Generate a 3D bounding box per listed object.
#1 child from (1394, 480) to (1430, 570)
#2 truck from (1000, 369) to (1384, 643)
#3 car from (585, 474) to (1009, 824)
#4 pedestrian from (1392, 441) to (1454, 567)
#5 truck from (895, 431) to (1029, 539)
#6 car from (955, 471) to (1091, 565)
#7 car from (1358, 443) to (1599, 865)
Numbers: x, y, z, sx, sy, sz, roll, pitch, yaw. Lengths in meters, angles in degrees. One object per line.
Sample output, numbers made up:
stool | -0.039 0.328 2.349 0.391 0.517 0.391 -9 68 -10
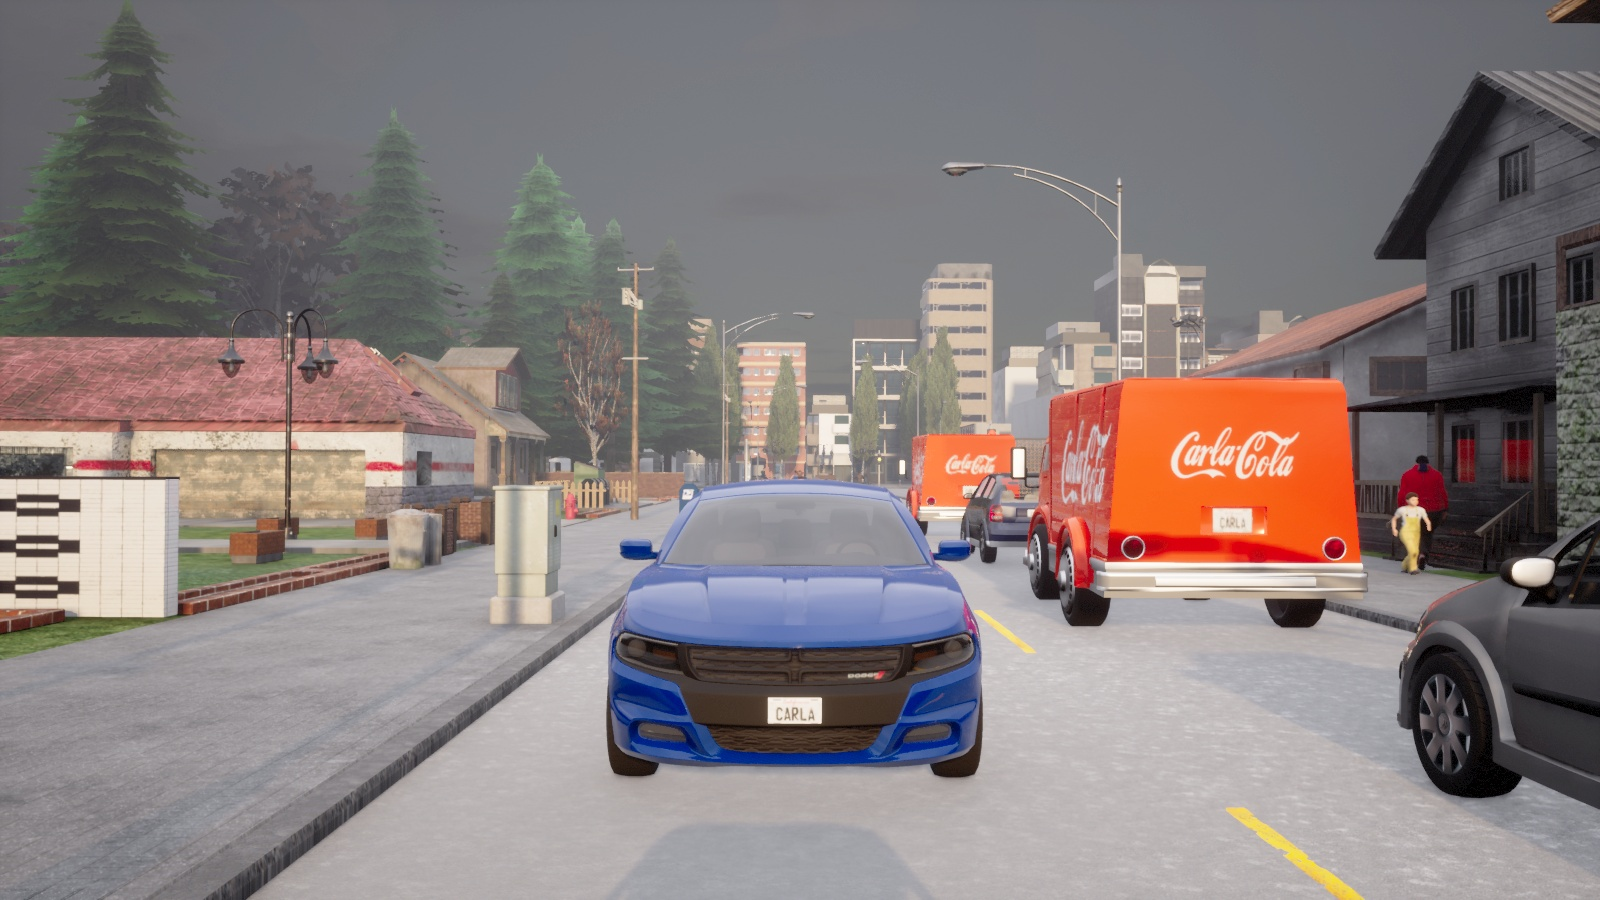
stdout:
child | 8.816 1.072 18.095 0.270 1.263 0.437 0 -1 -2
truck | 3.953 0.546 13.944 2.627 2.467 5.204 0 -1 0
car | -0.024 0.928 8.083 1.882 1.535 5.008 0 -1 0
pedestrian | 9.384 0.804 18.942 0.634 1.844 0.899 0 -1 13
truck | 3.919 0.840 31.491 2.627 2.467 5.204 0 -1 -1
car | 3.938 1.158 22.732 1.789 1.549 3.705 0 -1 0
car | 3.986 0.778 4.860 1.851 1.617 3.988 0 -1 0
